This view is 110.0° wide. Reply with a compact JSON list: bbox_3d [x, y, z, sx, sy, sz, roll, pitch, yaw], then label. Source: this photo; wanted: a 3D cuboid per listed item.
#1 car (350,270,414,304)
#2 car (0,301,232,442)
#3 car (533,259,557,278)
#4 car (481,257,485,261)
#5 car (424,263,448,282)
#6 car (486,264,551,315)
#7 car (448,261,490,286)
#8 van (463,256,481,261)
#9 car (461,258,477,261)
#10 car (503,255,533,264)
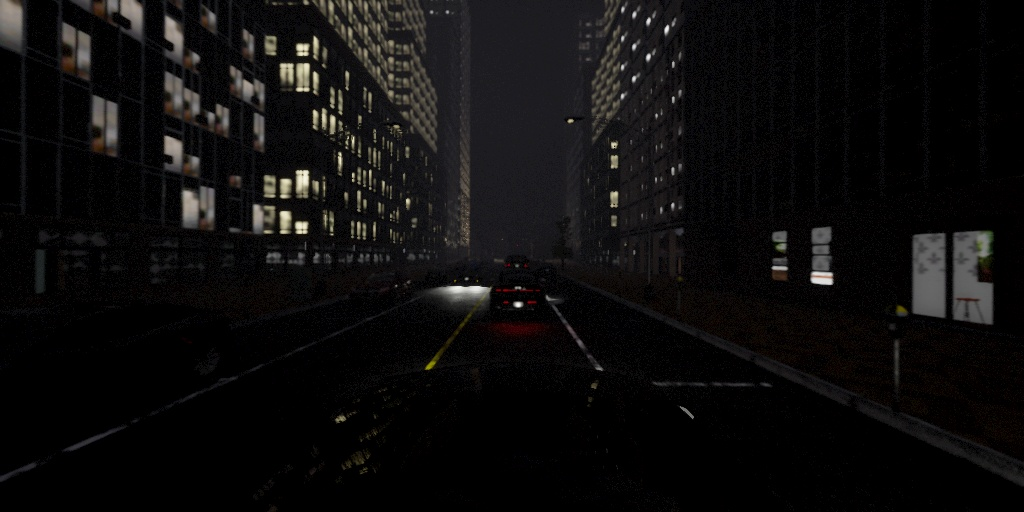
[{"bbox_3d":[-5.546,1.266,15.798,1.802,1.307,4.207,0,0,1],"label":"car"},{"bbox_3d":[-5.682,1.280,4.416,1.948,1.339,4.313,0,0,1],"label":"car"},{"bbox_3d":[3.037,1.245,32.763,1.948,1.339,4.313,0,0,1],"label":"car"},{"bbox_3d":[-5.139,1.166,49.951,1.802,1.307,4.207,0,0,1],"label":"car"},{"bbox_3d":[-5.411,1.203,27.183,2.007,1.370,4.403,0,0,1],"label":"car"},{"bbox_3d":[0.220,1.225,13.373,1.837,1.490,4.892,0,0,1],"label":"car"},{"bbox_3d":[-2.837,1.237,24.466,1.994,1.385,4.181,0,0,1],"label":"car"},{"bbox_3d":[-5.207,0.943,44.259,1.690,1.789,3.998,0,0,1],"label":"van"},{"bbox_3d":[-5.275,1.164,38.567,1.888,1.381,4.507,0,0,1],"label":"car"},{"bbox_3d":[0.438,0.891,31.546,2.150,2.045,5.566,0,0,1],"label":"car"}]
